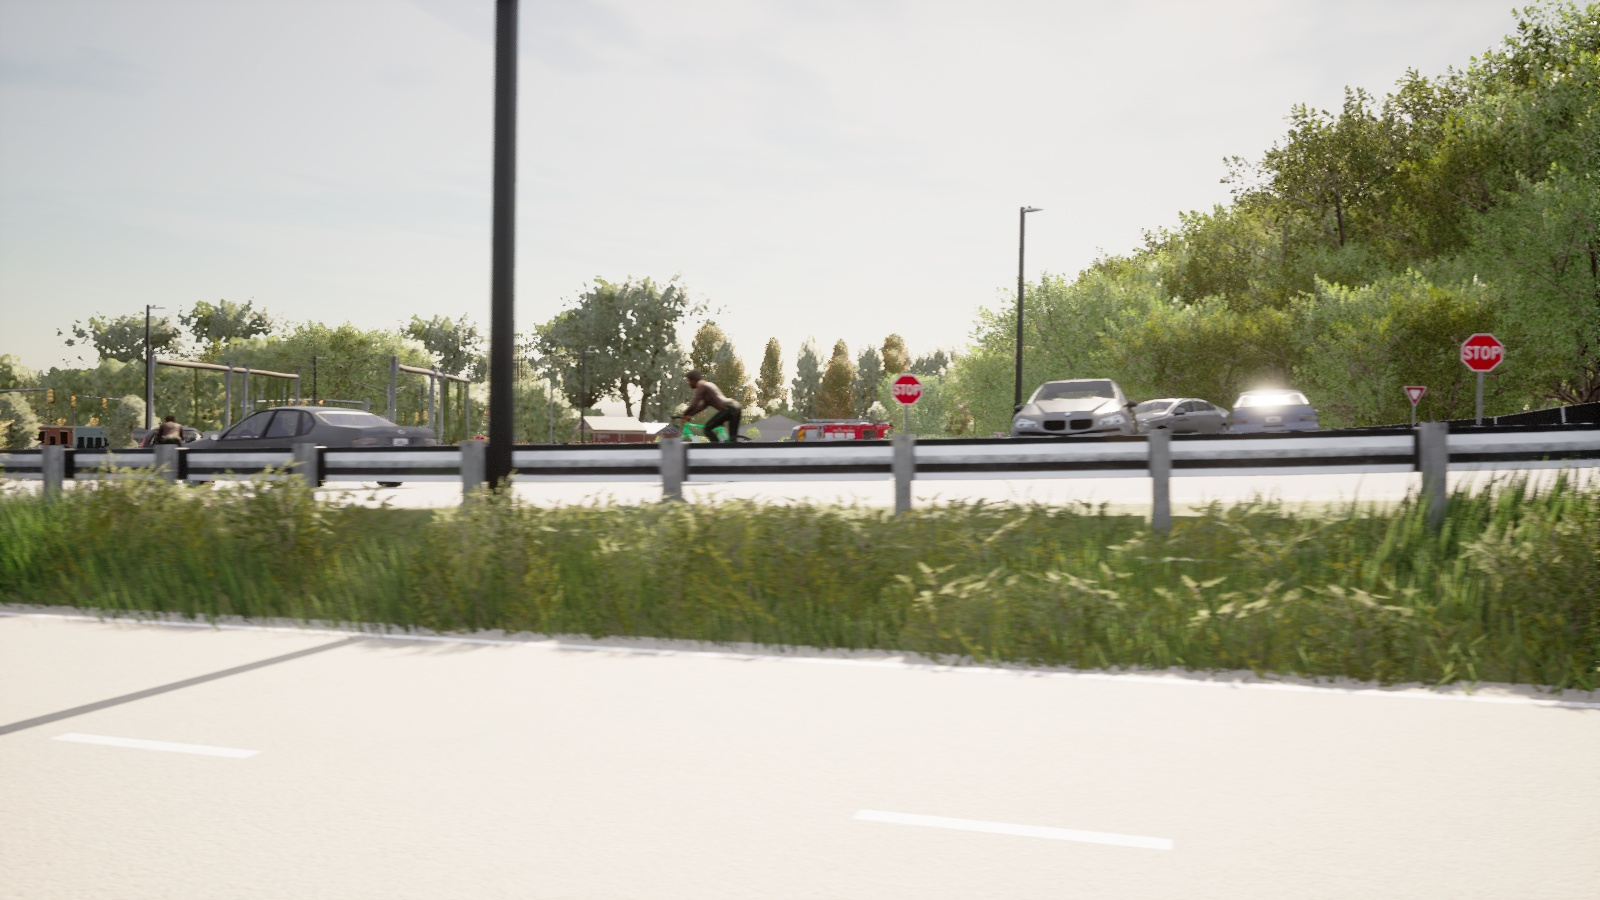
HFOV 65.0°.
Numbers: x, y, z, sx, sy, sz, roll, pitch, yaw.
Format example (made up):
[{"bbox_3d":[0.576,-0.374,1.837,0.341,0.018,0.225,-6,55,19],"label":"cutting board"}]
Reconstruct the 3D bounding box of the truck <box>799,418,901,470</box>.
[{"bbox_3d":[3.933,-0.404,96.947,2.891,3.827,8.468,-1,-1,45],"label":"truck"}]

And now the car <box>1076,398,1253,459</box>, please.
[{"bbox_3d":[9.956,-0.604,34.115,4.902,1.511,2.128,-2,0,-39],"label":"car"}]

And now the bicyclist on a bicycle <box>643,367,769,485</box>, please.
[{"bbox_3d":[-1.336,-0.331,17.950,1.656,1.620,0.582,-1,0,17],"label":"bicyclist on a bicycle"}]

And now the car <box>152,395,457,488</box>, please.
[{"bbox_3d":[-8.486,-0.083,21.326,5.357,1.411,2.033,-1,-1,32],"label":"car"}]

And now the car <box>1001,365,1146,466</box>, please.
[{"bbox_3d":[5.308,-0.573,23.864,2.242,1.667,4.611,-2,-1,18],"label":"car"}]

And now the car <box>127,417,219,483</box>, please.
[{"bbox_3d":[-16.440,0.055,33.109,1.851,1.617,3.988,1,-2,-22],"label":"car"}]

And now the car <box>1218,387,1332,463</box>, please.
[{"bbox_3d":[10.081,-0.510,26.875,2.033,1.411,5.357,-2,0,19],"label":"car"}]
